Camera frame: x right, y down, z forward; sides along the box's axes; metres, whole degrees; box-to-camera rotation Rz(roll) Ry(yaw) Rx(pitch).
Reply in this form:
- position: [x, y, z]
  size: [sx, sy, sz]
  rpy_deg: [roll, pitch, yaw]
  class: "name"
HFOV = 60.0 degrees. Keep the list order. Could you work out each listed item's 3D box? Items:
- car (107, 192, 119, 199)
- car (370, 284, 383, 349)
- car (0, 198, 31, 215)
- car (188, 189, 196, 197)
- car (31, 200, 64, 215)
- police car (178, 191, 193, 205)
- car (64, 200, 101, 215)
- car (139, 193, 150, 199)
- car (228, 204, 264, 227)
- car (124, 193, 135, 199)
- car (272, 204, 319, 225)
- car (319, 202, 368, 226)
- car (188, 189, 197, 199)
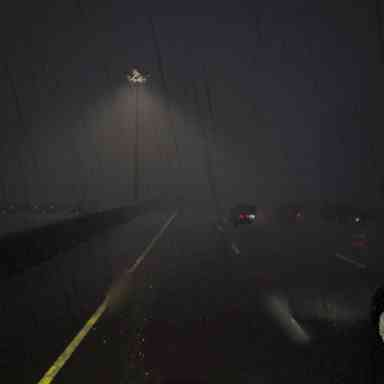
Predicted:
- position: [-17.503, 0.861, 74.011]
  size: [2.128, 1.511, 4.902]
  rpy_deg: [0, 1, 0]
  class: "car"
- position: [3.600, 1.518, 3.068]
  size: [1.837, 1.490, 4.892]
  rpy_deg: [0, 0, 0]
  class: "car"
- position: [-17.598, 1.546, 33.423]
  size: [1.895, 1.301, 4.718]
  rpy_deg: [0, 0, 0]
  class: "car"
- position: [-0.001, 0.192, 86.664]
  size: [2.150, 2.045, 5.566]
  rpy_deg: [0, 1, 0]
  class: "car"
- position: [-14.098, 1.542, 33.836]
  size: [1.895, 1.301, 4.718]
  rpy_deg: [0, 0, 0]
  class: "car"
- position: [-1.227, 1.132, 53.916]
  size: [1.930, 1.638, 5.238]
  rpy_deg: [0, 1, 0]
  class: "police car"
- position: [-10.600, 1.492, 33.406]
  size: [2.033, 1.411, 5.357]
  rpy_deg: [0, 0, 0]
  class: "car"
- position: [-10.503, 0.931, 73.983]
  size: [1.895, 1.301, 4.718]
  rpy_deg: [0, 1, 0]
  class: "car"
- position: [3.599, 1.553, 22.829]
  size: [2.033, 1.411, 5.357]
  rpy_deg: [0, 0, 0]
  class: "car"
- position: [-14.003, 0.923, 74.399]
  size: [1.895, 1.301, 4.718]
  rpy_deg: [0, 1, 0]
  class: "car"
- position: [7.099, 1.566, 23.790]
  size: [1.994, 1.385, 4.181]
  rpy_deg: [0, 0, 0]
  class: "car"
- position: [10.599, 1.507, 23.731]
  size: [1.837, 1.490, 4.892]
  rpy_deg: [0, 0, 0]
  class: "car"
- position: [-0.001, 0.489, 71.655]
  size: [2.150, 2.045, 5.566]
  rpy_deg: [0, 1, 0]
  class: "car"
